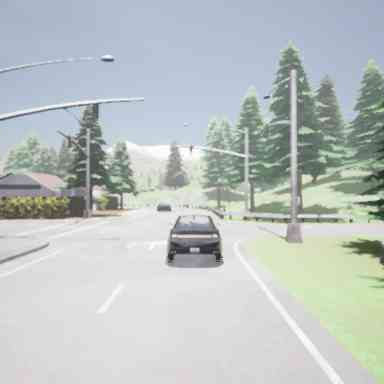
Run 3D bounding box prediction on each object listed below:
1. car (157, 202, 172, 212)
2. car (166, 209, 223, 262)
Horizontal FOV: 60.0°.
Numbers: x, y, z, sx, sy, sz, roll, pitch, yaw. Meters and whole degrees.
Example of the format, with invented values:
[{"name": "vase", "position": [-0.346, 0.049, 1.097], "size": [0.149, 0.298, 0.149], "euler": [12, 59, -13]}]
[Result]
[{"name": "car", "position": [-3.604, 2.005, 44.255], "size": [1.895, 1.301, 4.718], "euler": [0, -1, -2]}, {"name": "car", "position": [0.083, 1.608, 12.680], "size": [2.128, 1.511, 4.902], "euler": [0, -1, 0]}]
